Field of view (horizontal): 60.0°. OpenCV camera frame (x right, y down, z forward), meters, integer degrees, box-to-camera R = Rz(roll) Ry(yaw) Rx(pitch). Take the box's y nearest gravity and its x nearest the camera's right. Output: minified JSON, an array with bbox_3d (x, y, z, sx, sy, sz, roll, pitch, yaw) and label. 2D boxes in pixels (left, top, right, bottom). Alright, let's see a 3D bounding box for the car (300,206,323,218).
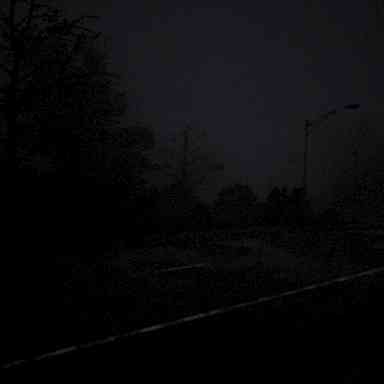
[{"bbox_3d":[15.431,2.630,44.666,2.128,1.511,4.902,4,0,-23],"label":"car"}]
